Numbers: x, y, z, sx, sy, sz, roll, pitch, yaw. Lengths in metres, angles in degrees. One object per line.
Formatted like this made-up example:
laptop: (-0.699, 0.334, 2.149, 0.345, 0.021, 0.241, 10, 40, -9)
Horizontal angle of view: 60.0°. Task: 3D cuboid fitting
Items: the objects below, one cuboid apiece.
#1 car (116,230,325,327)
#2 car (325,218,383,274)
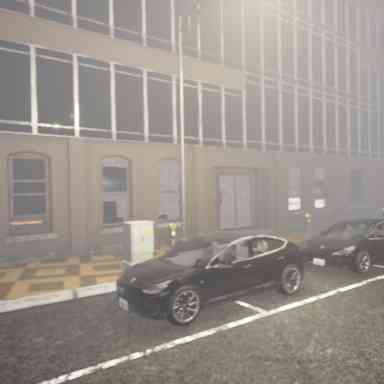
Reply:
car: (0.594, 1.543, 6.997, 4.313, 1.339, 1.947, 0, -1, -35)
car: (5.213, 1.512, 10.292, 4.313, 1.339, 1.947, 0, -1, -35)
